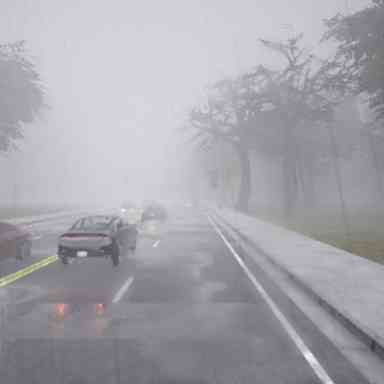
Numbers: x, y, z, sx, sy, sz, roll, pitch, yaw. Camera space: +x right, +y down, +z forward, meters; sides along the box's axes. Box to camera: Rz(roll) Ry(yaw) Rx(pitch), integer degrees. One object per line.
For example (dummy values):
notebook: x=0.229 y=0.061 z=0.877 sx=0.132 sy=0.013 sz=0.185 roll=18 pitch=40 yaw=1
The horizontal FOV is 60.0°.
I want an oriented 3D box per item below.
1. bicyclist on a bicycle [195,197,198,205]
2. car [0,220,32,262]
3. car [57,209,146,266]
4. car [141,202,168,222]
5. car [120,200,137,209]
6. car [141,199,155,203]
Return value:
bicyclist on a bicycle: x=0.909 y=1.925 z=69.377 sx=0.659 sy=1.776 sz=1.843 roll=0 pitch=0 yaw=0
car: x=-6.585 y=1.602 z=10.095 sx=1.812 sy=1.442 sz=4.674 roll=0 pitch=0 yaw=0
car: x=-3.147 y=1.582 z=11.950 sx=2.128 sy=1.511 sz=4.902 roll=0 pitch=0 yaw=0
car: x=-3.143 y=1.781 z=28.353 sx=1.994 sy=1.385 sz=4.181 roll=0 pitch=0 yaw=0
car: x=-9.804 y=1.970 z=51.478 sx=1.994 sy=1.385 sz=4.181 roll=0 pitch=0 yaw=0
car: x=-6.557 y=1.893 z=50.885 sx=2.128 sy=1.511 sz=4.902 roll=0 pitch=0 yaw=0
